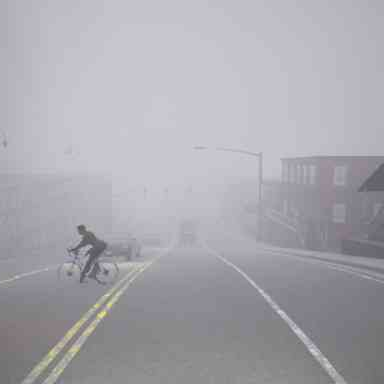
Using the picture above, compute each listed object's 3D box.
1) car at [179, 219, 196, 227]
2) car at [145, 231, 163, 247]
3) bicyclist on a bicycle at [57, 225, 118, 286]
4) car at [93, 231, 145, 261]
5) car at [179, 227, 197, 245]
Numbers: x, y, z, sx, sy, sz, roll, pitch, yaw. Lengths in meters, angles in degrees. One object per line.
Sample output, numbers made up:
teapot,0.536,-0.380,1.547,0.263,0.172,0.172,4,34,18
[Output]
car,-0.657,4.931,47.581,2.150,2.045,5.566,0,1,0
car,-4.082,4.868,34.472,1.837,1.490,4.892,0,-5,-1
bicyclist on a bicycle,-2.802,1.704,8.926,1.656,1.620,0.582,-2,-4,1
car,-3.841,2.809,17.541,1.812,1.442,4.674,0,-8,-1
car,-0.467,5.038,37.253,1.837,1.490,4.892,0,-4,-1
